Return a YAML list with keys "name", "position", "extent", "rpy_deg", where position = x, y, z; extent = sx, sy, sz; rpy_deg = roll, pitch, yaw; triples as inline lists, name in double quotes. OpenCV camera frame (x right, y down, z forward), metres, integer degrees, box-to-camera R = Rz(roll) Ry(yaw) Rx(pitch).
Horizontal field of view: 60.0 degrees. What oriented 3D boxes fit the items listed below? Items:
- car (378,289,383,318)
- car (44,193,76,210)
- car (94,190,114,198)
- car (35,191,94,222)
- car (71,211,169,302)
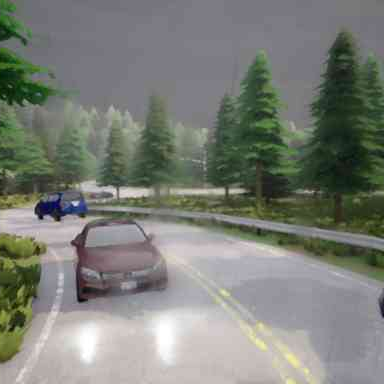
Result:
- name: "car"
  position: [3.937, 1.413, 3.115]
  extent: [1.812, 1.442, 4.674]
  rpy_deg: [-1, 2, -8]
- name: "car"
  position: [-15.524, 1.072, 39.262]
  extent: [2.097, 1.767, 4.553]
  rpy_deg: [0, 2, -2]
- name: "car"
  position: [-14.515, 0.461, 53.360]
  extent: [1.994, 1.385, 4.181]
  rpy_deg: [3, 5, 27]
- name: "car"
  position: [-10.000, 1.021, 25.255]
  extent: [2.150, 2.045, 5.566]
  rpy_deg: [-6, 3, -44]
- name: "car"
  position: [-1.984, 1.439, 8.382]
  extent: [1.812, 1.442, 4.674]
  rpy_deg: [-2, 2, -20]
